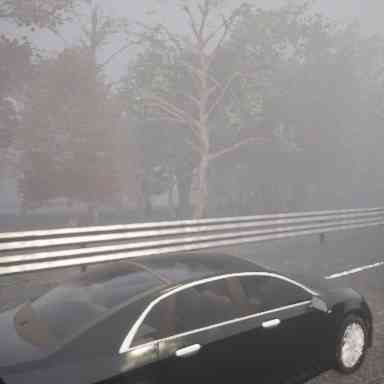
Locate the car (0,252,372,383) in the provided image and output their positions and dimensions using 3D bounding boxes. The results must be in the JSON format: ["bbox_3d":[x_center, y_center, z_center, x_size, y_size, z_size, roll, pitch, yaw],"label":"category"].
[{"bbox_3d":[0.226,1.491,3.917,4.892,1.490,1.837,0,0,-36],"label":"car"}]
